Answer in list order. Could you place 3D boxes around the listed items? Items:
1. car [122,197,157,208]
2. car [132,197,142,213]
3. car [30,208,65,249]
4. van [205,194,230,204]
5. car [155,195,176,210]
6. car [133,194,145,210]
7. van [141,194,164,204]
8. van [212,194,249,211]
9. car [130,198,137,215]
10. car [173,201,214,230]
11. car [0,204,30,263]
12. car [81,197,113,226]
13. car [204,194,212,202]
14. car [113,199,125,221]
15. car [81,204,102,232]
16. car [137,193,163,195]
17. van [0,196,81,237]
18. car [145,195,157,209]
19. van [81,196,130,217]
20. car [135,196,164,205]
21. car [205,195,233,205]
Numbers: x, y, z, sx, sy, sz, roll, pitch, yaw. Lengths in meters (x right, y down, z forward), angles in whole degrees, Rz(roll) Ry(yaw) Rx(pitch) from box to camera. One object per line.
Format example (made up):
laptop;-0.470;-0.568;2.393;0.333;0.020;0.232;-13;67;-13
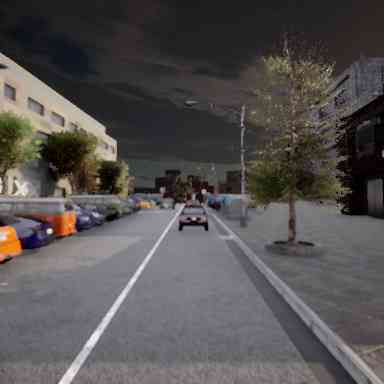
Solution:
car;-7.683;1.545;48.822;4.792;1.488;2.163;0;0;0
car;-7.646;1.504;32.060;4.892;1.521;2.231;0;0;0
car;-7.679;1.518;12.503;4.792;1.488;2.163;0;0;0
van;4.793;1.329;63.034;4.442;1.987;1.878;0;-1;0
car;-3.091;1.522;42.338;2.128;1.511;4.902;0;0;0
car;-7.620;1.380;34.852;4.553;1.767;2.185;0;0;0
van;-7.771;1.369;65.559;4.442;1.987;1.878;0;-1;0
van;4.794;1.282;37.928;4.442;1.987;1.878;0;0;0
car;-7.658;1.502;29.266;4.892;1.521;2.231;0;0;0
car;0.098;1.564;21.300;2.033;1.411;5.357;0;0;0
car;-7.620;1.361;9.711;4.553;1.767;2.185;0;0;0
car;-7.682;1.369;20.884;4.553;1.767;2.185;0;0;0
car;4.862;1.517;54.549;5.366;1.575;1.946;0;0;0
car;-7.647;1.497;23.554;5.008;1.535;2.097;0;0;0
car;-7.649;1.533;18.092;4.674;1.452;2.002;0;0;0
car;-7.625;1.270;57.203;5.566;2.045;2.435;0;0;0
van;-7.768;1.265;15.299;4.442;1.987;1.878;0;0;0
car;-7.839;1.510;46.028;5.366;1.575;1.946;0;0;0
van;-7.535;1.273;26.473;4.442;1.987;1.878;0;0;0
car;-7.653;1.527;59.937;5.008;1.535;2.097;0;0;0
car;4.645;1.397;57.467;4.553;1.767;2.185;0;0;0
